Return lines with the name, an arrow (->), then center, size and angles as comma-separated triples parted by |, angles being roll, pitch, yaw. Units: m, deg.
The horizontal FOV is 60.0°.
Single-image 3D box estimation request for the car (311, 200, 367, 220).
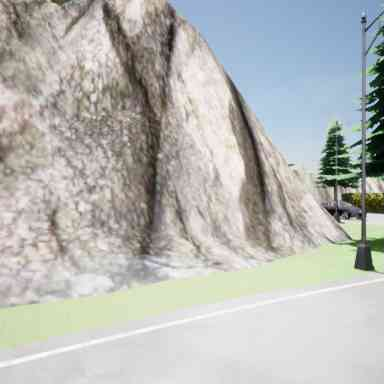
car -> 12.368, 1.487, 28.302 | 2.128, 1.511, 4.902 | 0, 0, -26
